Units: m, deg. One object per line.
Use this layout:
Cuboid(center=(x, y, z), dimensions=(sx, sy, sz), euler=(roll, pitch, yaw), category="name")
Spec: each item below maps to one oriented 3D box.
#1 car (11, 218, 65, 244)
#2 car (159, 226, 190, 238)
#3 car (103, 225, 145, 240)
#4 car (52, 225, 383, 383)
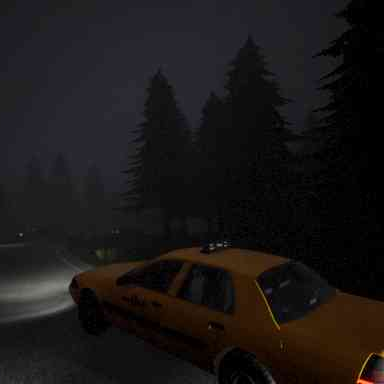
Cuboid(center=(-12.733, 3.227, 28.152), dimensions=(2.150, 2.045, 5.566), euler=(-4, -7, 7), category="car")
Cuboid(center=(-2.305, 5.543, 46.271), dimensions=(1.882, 1.535, 5.008), euler=(-5, -8, 30), category="car")
Cuboid(center=(-7.428, 4.510, 36.965), dimensions=(2.033, 1.411, 5.357), euler=(-4, -8, 20), category="car")
Cuboid(center=(0.133, 1.441, 4.744), dimensions=(5.366, 1.575, 1.801), euler=(0, 1, 43), category="car")
